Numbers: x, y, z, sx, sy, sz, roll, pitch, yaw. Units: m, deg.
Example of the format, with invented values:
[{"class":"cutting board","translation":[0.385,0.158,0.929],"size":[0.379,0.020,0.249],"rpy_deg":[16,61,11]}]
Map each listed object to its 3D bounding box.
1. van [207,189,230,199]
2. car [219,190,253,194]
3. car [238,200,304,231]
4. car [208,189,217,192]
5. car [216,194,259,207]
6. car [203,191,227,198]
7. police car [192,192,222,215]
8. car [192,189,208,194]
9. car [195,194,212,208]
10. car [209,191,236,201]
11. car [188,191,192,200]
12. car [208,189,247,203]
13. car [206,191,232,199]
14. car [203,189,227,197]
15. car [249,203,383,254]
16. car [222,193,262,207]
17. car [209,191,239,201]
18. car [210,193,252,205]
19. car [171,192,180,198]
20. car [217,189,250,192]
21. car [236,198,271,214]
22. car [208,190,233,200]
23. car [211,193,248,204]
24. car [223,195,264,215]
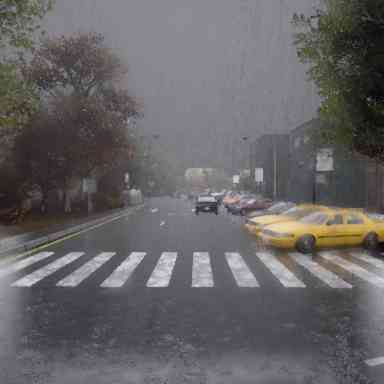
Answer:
[{"class":"van","translation":[5.791,0.444,72.904],"size":[4.442,1.987,1.878],"rpy_deg":[1,0,-20]},{"class":"car","translation":[5.446,0.963,33.835],"size":[4.553,1.767,2.185],"rpy_deg":[1,1,-20]},{"class":"car","translation":[5.156,1.320,15.762],"size":[5.366,1.575,1.946],"rpy_deg":[0,1,-20]},{"class":"car","translation":[5.465,0.728,42.809],"size":[5.566,2.045,2.435],"rpy_deg":[1,1,-20]},{"class":"car","translation":[5.450,1.055,39.834],"size":[4.674,1.452,2.002],"rpy_deg":[1,0,-20]},{"class":"car","translation":[5.529,0.606,78.806],"size":[5.366,1.575,1.946],"rpy_deg":[1,1,-20]},{"class":"police car","translation":[1.243,1.081,29.672],"size":[1.930,1.638,5.238],"rpy_deg":[0,1,0]},{"class":"car","translation":[1.340,0.814,45.531],"size":[2.097,1.767,4.553],"rpy_deg":[0,1,0]},{"class":"car","translation":[1.301,1.043,39.563],"size":[1.837,1.490,4.892],"rpy_deg":[0,1,0]},{"class":"car","translation":[5.576,0.658,60.841],"size":[4.553,1.767,2.185],"rpy_deg":[1,0,-20]},{"class":"car","translation":[0.270,0.622,65.599],"size":[2.097,1.767,4.553],"rpy_deg":[0,1,0]},{"class":"car","translation":[5.520,0.626,51.825],"size":[5.566,2.045,2.435],"rpy_deg":[1,1,-20]},{"class":"car","translation":[5.656,0.697,69.862],"size":[5.008,1.535,2.097],"rpy_deg":[1,0,-20]},{"class":"car","translation":[5.746,0.303,84.895],"size":[5.566,2.045,2.435],"rpy_deg":[1,0,-20]},{"class":"car","translation":[5.150,1.359,12.761],"size":[5.366,1.575,1.946],"rpy_deg":[1,1,-20]},{"class":"car","translation":[5.367,1.155,30.817],"size":[4.792,1.488,2.163],"rpy_deg":[1,1,-20]},{"class":"car","translation":[5.555,0.689,57.840],"size":[4.553,1.767,2.185],"rpy_deg":[1,0,-20]},{"class":"car","translation":[5.323,0.940,45.770],"size":[5.366,1.575,1.946],"rpy_deg":[1,1,-20]},{"class":"car","translation":[-3.735,0.645,75.877],"size":[2.128,1.511,4.902],"rpy_deg":[0,1,0]},{"class":"car","translation":[5.466,0.926,36.836],"size":[4.553,1.767,2.185],"rpy_deg":[1,1,-20]},{"class":"car","translation":[5.347,1.285,18.826],"size":[4.892,1.521,2.231],"rpy_deg":[1,1,-20]},{"class":"car","translation":[5.680,0.600,66.857],"size":[4.553,1.767,2.185],"rpy_deg":[1,1,-20]},{"class":"car","translation":[5.491,0.940,48.827],"size":[4.792,1.488,2.163],"rpy_deg":[1,1,-20]},{"class":"car","translation":[5.380,1.205,27.826],"size":[4.674,1.452,2.002],"rpy_deg":[0,1,-20]}]
